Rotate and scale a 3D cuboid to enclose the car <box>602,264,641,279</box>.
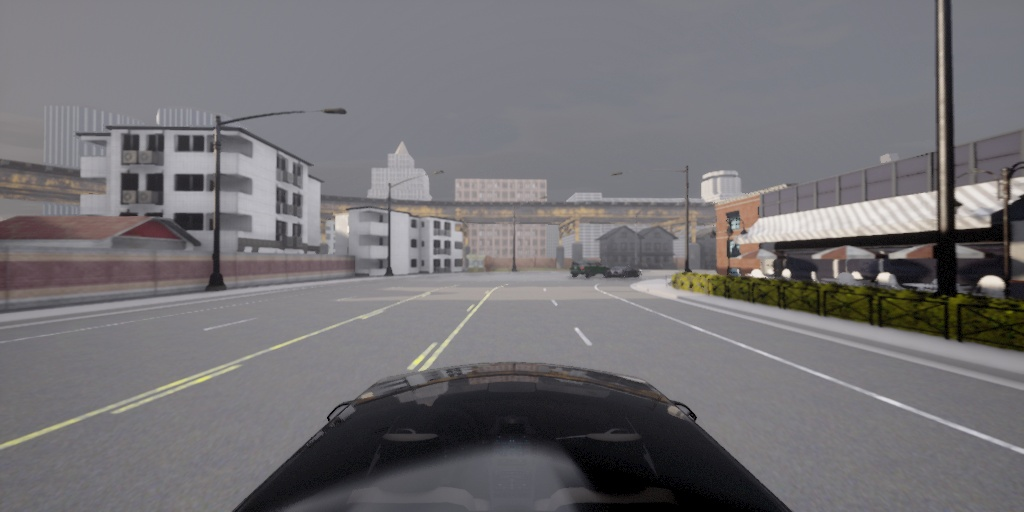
[{"bbox_3d":[12.079,1.729,38.685,4.181,1.385,1.994,0,-1,-38],"label":"car"}]

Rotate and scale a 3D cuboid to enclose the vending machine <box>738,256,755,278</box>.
[{"bbox_3d":[24.488,1.349,37.749,0.880,2.100,1.100,0,0,-5],"label":"vending machine"}]

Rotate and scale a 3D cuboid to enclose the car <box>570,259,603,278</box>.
[{"bbox_3d":[8.886,1.412,40.695,5.566,2.045,2.150,0,-1,-42],"label":"car"}]
